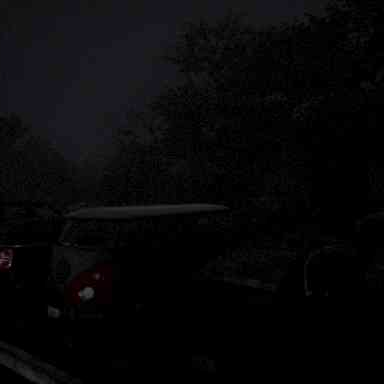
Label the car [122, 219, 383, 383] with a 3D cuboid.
[{"bbox_3d":[1.509,1.477,5.365,2.231,1.521,4.892,0,0,35],"label":"car"}]

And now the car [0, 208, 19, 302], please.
[{"bbox_3d":[-3.075,1.378,8.598,2.185,1.767,4.553,0,0,35],"label":"car"}]

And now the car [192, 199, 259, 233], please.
[{"bbox_3d":[2.207,1.397,20.896,2.185,1.767,4.553,0,0,35],"label":"car"}]

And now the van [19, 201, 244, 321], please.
[{"bbox_3d":[-0.841,1.264,6.902,1.878,1.987,4.442,0,0,35],"label":"van"}]

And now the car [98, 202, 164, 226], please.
[{"bbox_3d":[-4.572,1.588,25.779,2.097,1.535,5.008,-1,0,36],"label":"car"}]

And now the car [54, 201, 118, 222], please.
[{"bbox_3d":[-9.109,1.650,29.007,2.097,1.535,5.008,-1,-1,36],"label":"car"}]

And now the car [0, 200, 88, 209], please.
[{"bbox_3d":[-5.321,1.270,10.273,2.435,2.045,5.566,0,0,35],"label":"car"}]

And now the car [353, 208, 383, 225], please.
[{"bbox_3d":[9.026,1.517,16.073,2.002,1.452,4.674,0,0,35],"label":"car"}]

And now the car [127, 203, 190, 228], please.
[{"bbox_3d":[-2.306,1.604,24.157,2.002,1.452,4.674,-1,0,36],"label":"car"}]

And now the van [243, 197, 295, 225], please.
[{"bbox_3d":[4.556,1.279,19.403,1.878,1.987,4.442,0,0,35],"label":"van"}]
